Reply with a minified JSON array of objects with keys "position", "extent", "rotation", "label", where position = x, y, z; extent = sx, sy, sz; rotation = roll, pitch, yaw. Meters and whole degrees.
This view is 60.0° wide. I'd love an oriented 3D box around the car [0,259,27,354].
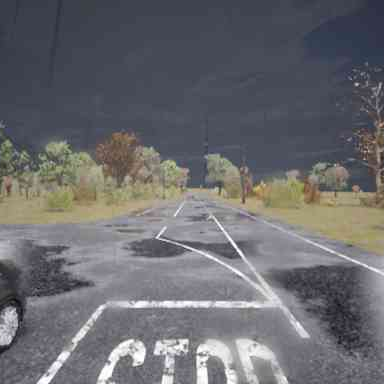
[{"position":[-3.502,1.508,3.299],"extent":[1.837,1.490,4.892],"rotation":[0,0,0],"label":"car"}]
